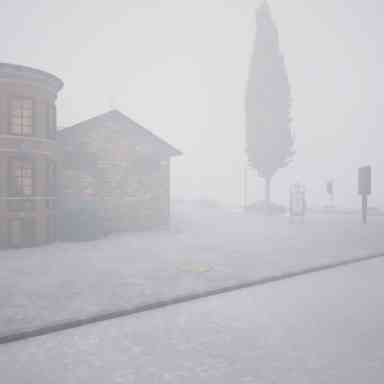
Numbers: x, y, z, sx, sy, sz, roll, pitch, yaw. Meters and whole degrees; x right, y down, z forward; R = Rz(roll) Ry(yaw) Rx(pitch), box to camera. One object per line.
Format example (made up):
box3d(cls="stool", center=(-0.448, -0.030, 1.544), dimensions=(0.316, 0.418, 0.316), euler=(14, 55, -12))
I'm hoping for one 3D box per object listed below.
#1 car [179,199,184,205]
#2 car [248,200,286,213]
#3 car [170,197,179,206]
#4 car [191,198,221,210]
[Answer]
box3d(cls="car", center=(-3.486, 1.601, 58.429), dimensions=(1.895, 1.301, 4.718), euler=(0, 0, -36))
box3d(cls="car", center=(7.851, 1.564, 35.343), dimensions=(1.994, 1.385, 4.181), euler=(0, 0, -36))
box3d(cls="car", center=(-4.429, 1.526, 52.585), dimensions=(1.812, 1.442, 4.674), euler=(0, 0, -35))
box3d(cls="car", center=(1.855, 1.491, 43.742), dimensions=(2.128, 1.511, 4.902), euler=(0, 0, -35))
